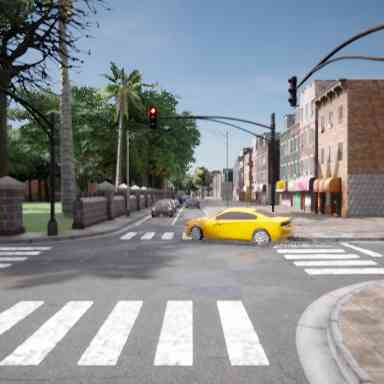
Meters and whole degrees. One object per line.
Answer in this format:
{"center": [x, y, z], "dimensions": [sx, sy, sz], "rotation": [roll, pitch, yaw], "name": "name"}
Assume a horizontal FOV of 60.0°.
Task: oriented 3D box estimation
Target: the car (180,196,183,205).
{"center": [-2.616, 1.666, 47.718], "dimensions": [1.802, 1.307, 4.206], "rotation": [0, 0, 0], "name": "car"}

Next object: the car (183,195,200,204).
{"center": [0.126, 1.579, 48.583], "dimensions": [2.128, 1.511, 4.902], "rotation": [0, 0, 0], "name": "car"}

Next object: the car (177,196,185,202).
{"center": [-2.599, 1.796, 81.849], "dimensions": [1.887, 1.381, 4.507], "rotation": [0, 0, 0], "name": "car"}

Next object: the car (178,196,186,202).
{"center": [-2.596, 1.837, 87.538], "dimensions": [2.008, 1.369, 4.403], "rotation": [-1, 0, 0], "name": "car"}

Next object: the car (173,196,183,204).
{"center": [-2.981, 1.695, 71.258], "dimensions": [1.837, 1.490, 4.892], "rotation": [0, 0, 0], "name": "car"}

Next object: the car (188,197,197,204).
{"center": [0.135, 1.781, 69.072], "dimensions": [1.895, 1.301, 4.718], "rotation": [0, 0, 0], "name": "car"}

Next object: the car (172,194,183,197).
{"center": [-2.946, 1.384, 64.288], "dimensions": [2.150, 2.045, 5.566], "rotation": [0, 0, 0], "name": "car"}

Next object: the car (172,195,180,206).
{"center": [-2.621, 1.488, 36.340], "dimensions": [1.967, 1.590, 4.097], "rotation": [0, 0, 0], "name": "car"}

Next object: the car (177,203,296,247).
{"center": [2.056, 1.462, 15.000], "dimensions": [5.008, 1.535, 1.882], "rotation": [-1, 1, 31], "name": "car"}

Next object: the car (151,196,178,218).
{"center": [-2.625, 1.473, 30.652], "dimensions": [1.967, 1.590, 4.097], "rotation": [0, 0, 0], "name": "car"}

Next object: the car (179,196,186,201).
{"center": [-2.593, 1.889, 93.226], "dimensions": [1.947, 1.339, 4.313], "rotation": [-1, 0, 0], "name": "car"}
